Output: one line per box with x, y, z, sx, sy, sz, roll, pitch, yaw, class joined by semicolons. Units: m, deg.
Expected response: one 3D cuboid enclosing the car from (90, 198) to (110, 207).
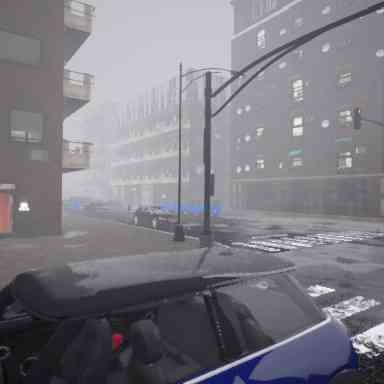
-14.931;1.730;53.742;1.802;1.307;4.206;1;-1;-35;car

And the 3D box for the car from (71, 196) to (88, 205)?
-21.283;1.605;62.954;1.967;1.590;4.097;1;-1;-35;car

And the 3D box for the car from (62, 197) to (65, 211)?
-15.065;1.580;40.059;2.008;1.369;4.403;1;-1;-35;car

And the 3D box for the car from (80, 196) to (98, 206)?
-18.107;1.597;58.349;1.967;1.590;4.097;1;-1;-35;car

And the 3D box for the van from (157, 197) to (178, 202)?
-2.224;1.450;35.325;1.690;1.788;3.998;1;-1;-35;van

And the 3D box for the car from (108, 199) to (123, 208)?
-11.755;1.683;49.138;1.887;1.381;4.507;1;-1;-35;car

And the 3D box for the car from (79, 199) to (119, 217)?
-8.712;1.591;30.849;1.802;1.307;4.206;1;-1;-35;car

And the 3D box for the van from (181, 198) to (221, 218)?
0.953;1.439;30.719;1.690;1.788;3.998;1;-1;-35;van

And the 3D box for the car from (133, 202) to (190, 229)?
-2.358;1.539;21.639;2.008;1.369;4.403;1;-1;-35;car

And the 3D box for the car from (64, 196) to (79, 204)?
-24.460;1.614;67.559;1.967;1.590;4.097;1;-1;-35;car

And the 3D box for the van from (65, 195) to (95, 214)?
-11.886;1.361;35.455;1.690;1.788;3.998;1;-1;-35;van

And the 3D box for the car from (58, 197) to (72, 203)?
-27.637;1.727;72.163;1.887;1.381;4.507;1;-1;-35;car

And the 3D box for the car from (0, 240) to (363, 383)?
-0.791;1.351;2.383;4.553;1.767;2.097;0;0;-35;car
